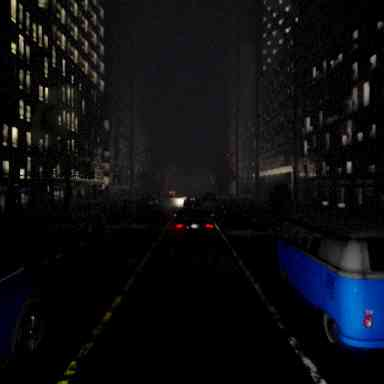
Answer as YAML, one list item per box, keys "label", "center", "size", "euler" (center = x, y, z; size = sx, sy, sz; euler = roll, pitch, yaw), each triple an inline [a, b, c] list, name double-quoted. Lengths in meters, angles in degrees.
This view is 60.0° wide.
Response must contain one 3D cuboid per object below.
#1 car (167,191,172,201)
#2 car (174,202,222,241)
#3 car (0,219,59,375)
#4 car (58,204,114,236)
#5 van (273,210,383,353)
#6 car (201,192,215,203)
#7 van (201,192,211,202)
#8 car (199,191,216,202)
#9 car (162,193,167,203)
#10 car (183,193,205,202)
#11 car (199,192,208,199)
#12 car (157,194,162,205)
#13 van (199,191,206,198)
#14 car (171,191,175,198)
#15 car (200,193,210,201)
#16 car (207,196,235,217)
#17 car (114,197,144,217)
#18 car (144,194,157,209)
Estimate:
- label: "car"
  center: [-5.728, 1.056, 68.423]
  size: [1.947, 1.339, 4.313]
  euler: [-1, 0, 0]
- label: "car"
  center: [0.092, 1.428, 16.016]
  size: [2.033, 1.411, 5.357]
  euler: [0, 0, 0]
- label: "car"
  center: [-3.101, 1.331, 2.756]
  size: [2.097, 1.767, 4.553]
  euler: [0, 0, 0]
- label: "car"
  center: [-5.706, 1.422, 17.271]
  size: [2.008, 1.369, 4.403]
  euler: [-1, 0, 0]
- label: "van"
  center: [2.678, 1.297, 5.906]
  size: [1.690, 1.788, 3.998]
  euler: [-1, 0, 0]
- label: "car"
  center: [2.655, 0.891, 57.058]
  size: [2.192, 1.841, 5.009]
  euler: [-1, 0, 0]
- label: "van"
  center: [2.653, 0.875, 62.741]
  size: [1.690, 1.788, 3.998]
  euler: [-1, 0, 0]
- label: "car"
  center: [2.658, 0.934, 51.374]
  size: [2.192, 1.841, 5.009]
  euler: [-1, 0, 0]
- label: "car"
  center: [-5.723, 1.103, 56.885]
  size: [1.752, 1.417, 4.829]
  euler: [-1, 0, 0]
- label: "car"
  center: [0.088, 1.220, 34.673]
  size: [1.882, 1.535, 5.008]
  euler: [0, 0, 0]
- label: "car"
  center: [2.646, 0.845, 79.792]
  size: [1.967, 1.590, 4.097]
  euler: [-1, 0, 0]
- label: "car"
  center: [-5.719, 1.101, 45.687]
  size: [1.967, 1.590, 4.097]
  euler: [-1, 0, 0]
- label: "van"
  center: [2.643, 0.703, 85.475]
  size: [1.690, 1.788, 3.998]
  euler: [-1, 0, 0]
- label: "car"
  center: [-5.733, 0.955, 79.789]
  size: [2.008, 1.369, 4.403]
  euler: [-1, 0, 0]
- label: "car"
  center: [2.652, 0.931, 68.425]
  size: [1.967, 1.590, 4.097]
  euler: [-1, 0, 0]
- label: "car"
  center: [2.670, 1.339, 28.641]
  size: [2.008, 1.369, 4.403]
  euler: [-1, 0, 0]
- label: "car"
  center: [-5.710, 1.338, 28.638]
  size: [2.008, 1.369, 4.403]
  euler: [-1, 0, 0]
- label: "car"
  center: [-5.715, 1.285, 40.005]
  size: [1.802, 1.307, 4.206]
  euler: [-1, 0, 0]
